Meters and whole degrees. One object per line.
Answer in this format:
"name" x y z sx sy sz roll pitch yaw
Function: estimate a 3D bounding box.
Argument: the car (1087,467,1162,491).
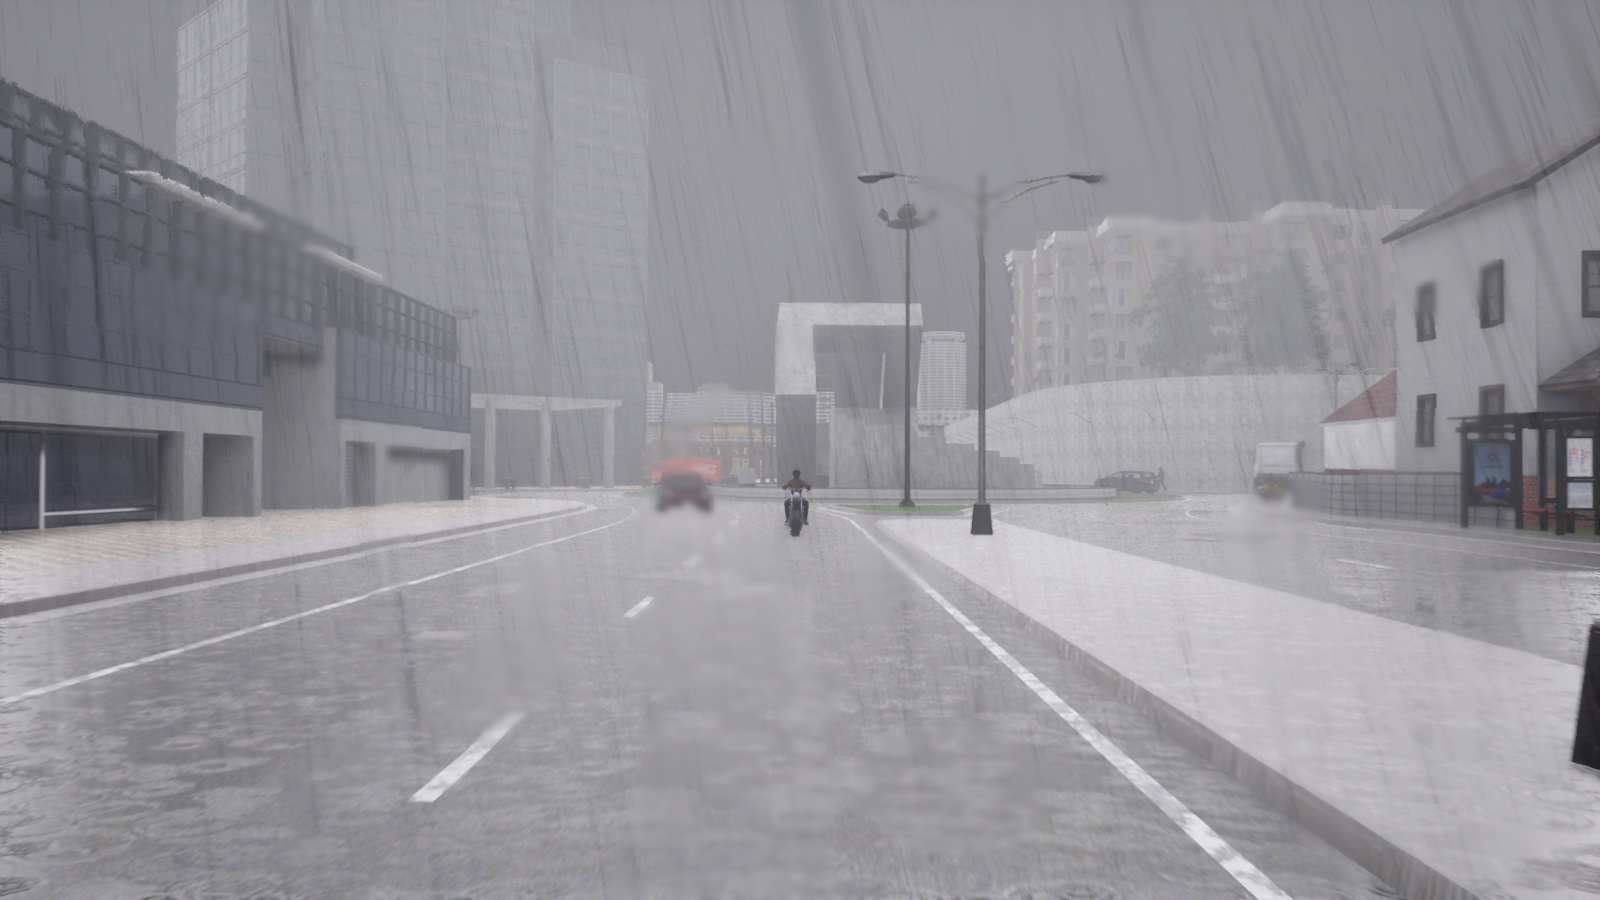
"car" 22.973 2.058 89.079 2.242 1.667 4.611 1 -1 -45

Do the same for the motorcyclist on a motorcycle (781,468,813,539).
"motorcyclist on a motorcycle" -0.075 1.280 30.728 0.766 1.649 2.350 0 -1 0

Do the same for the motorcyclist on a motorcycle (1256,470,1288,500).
"motorcyclist on a motorcycle" 23.913 1.766 63.590 0.797 1.523 2.044 -2 -2 42

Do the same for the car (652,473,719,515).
"car" -4.370 1.624 47.287 2.163 1.488 4.792 0 -1 -9

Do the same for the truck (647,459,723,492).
"truck" -8.760 1.973 96.180 5.204 2.467 2.627 1 -1 -38

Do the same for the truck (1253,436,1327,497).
"truck" 29.295 0.979 75.438 2.891 3.462 7.936 0 -1 12
